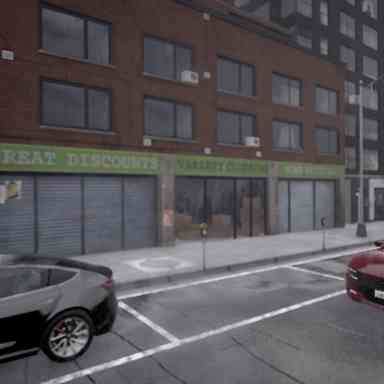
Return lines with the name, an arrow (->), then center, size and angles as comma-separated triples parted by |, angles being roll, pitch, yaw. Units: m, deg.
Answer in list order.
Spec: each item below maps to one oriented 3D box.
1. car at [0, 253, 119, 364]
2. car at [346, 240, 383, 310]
car -> -3.110, 1.566, 4.322 | 4.313, 1.339, 1.947 | 0, -1, -35
car -> 5.288, 1.491, 7.142 | 5.008, 1.535, 1.882 | 0, 0, -35
